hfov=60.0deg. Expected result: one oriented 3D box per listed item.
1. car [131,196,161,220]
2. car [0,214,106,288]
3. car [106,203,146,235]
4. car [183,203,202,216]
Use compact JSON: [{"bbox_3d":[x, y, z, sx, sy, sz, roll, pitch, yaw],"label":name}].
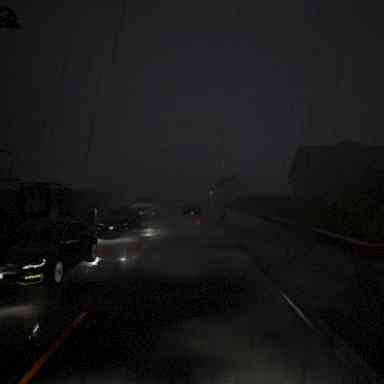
[{"bbox_3d":[-4.068,1.350,29.765,2.150,2.045,5.566,0,0,0],"label":"car"},{"bbox_3d":[-4.094,1.546,9.484,1.837,1.490,4.892,0,0,0],"label":"car"},{"bbox_3d":[-4.089,1.588,19.304,1.837,1.490,4.892,0,0,0],"label":"car"},{"bbox_3d":[0.036,1.747,33.968,1.895,1.301,4.718,0,0,1],"label":"car"}]
